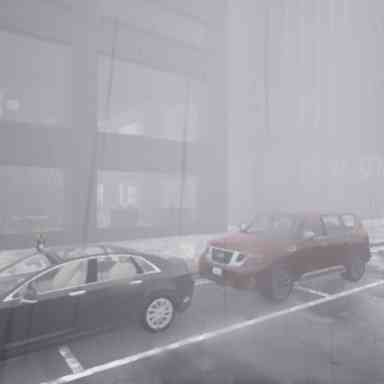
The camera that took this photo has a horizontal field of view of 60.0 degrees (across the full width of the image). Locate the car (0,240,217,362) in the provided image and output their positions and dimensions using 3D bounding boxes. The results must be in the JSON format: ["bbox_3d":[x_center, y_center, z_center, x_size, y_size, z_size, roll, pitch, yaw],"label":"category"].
[{"bbox_3d":[-1.989,1.563,5.229,4.403,1.369,2.008,1,0,-36],"label":"car"}]

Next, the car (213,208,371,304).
[{"bbox_3d":[2.585,1.377,8.494,5.009,1.841,2.192,1,0,-36],"label":"car"}]
